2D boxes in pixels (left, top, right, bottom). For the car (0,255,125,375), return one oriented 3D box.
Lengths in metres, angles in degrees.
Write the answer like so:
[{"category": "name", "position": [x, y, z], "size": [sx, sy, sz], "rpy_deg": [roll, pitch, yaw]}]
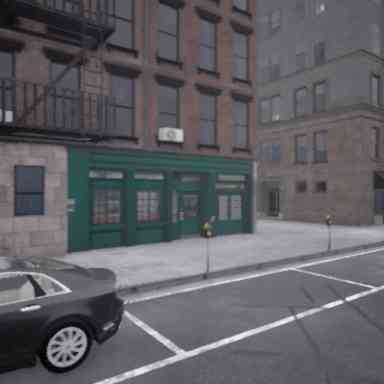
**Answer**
[{"category": "car", "position": [-3.017, 1.551, 4.036], "size": [4.403, 1.369, 2.008], "rpy_deg": [0, 0, -36]}]
